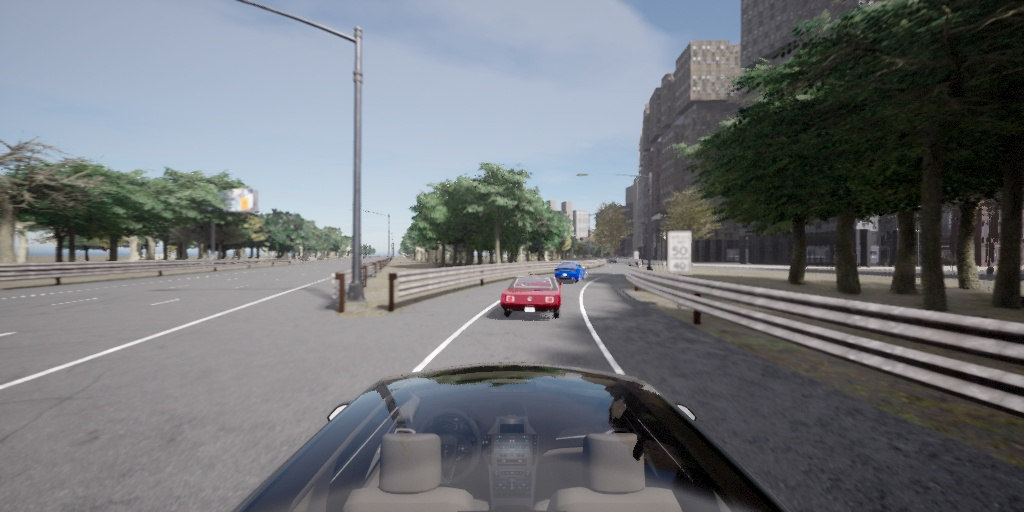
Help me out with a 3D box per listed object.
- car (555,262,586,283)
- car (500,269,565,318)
[{"bbox_3d":[4.697,1.245,28.667,1.882,1.535,5.008,0,0,19],"label":"car"},{"bbox_3d":[0.880,1.348,13.157,1.895,1.301,4.718,0,0,9],"label":"car"}]
